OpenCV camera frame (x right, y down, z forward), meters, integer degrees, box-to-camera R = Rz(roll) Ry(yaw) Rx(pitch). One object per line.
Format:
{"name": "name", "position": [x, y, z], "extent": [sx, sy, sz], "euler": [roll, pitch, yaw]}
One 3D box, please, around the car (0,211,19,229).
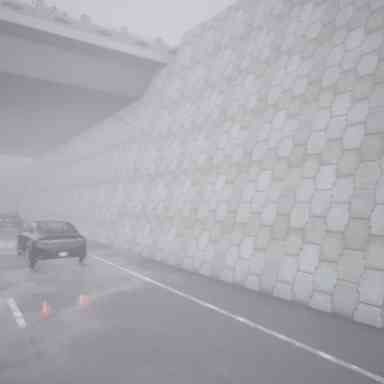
{"name": "car", "position": [-14.000, 2.158, 25.093], "extent": [2.128, 1.511, 4.902], "euler": [1, -2, -34]}

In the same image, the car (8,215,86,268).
{"name": "car", "position": [-5.497, 1.842, 12.735], "extent": [2.128, 1.511, 4.902], "euler": [1, -2, -34]}
